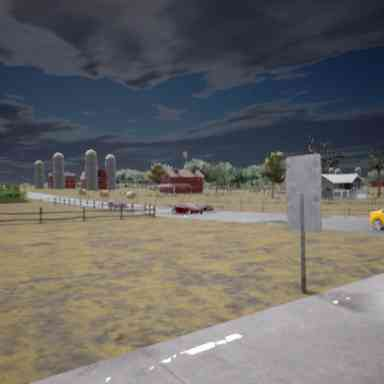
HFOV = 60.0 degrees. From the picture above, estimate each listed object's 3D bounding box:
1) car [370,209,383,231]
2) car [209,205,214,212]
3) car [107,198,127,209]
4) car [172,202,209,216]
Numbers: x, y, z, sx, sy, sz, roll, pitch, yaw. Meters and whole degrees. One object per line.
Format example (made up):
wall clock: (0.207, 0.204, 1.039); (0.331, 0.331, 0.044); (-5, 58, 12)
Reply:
car: (12.249, 1.502, 18.659); (1.882, 1.535, 5.008); (-1, -1, -8)
car: (0.764, 2.023, 44.680); (1.895, 1.301, 4.718); (-2, 0, -35)
car: (-13.003, 1.880, 57.769); (2.097, 1.767, 4.553); (-2, 2, -35)
car: (-0.556, 1.962, 40.157); (1.882, 1.535, 5.008); (-2, 0, -35)
